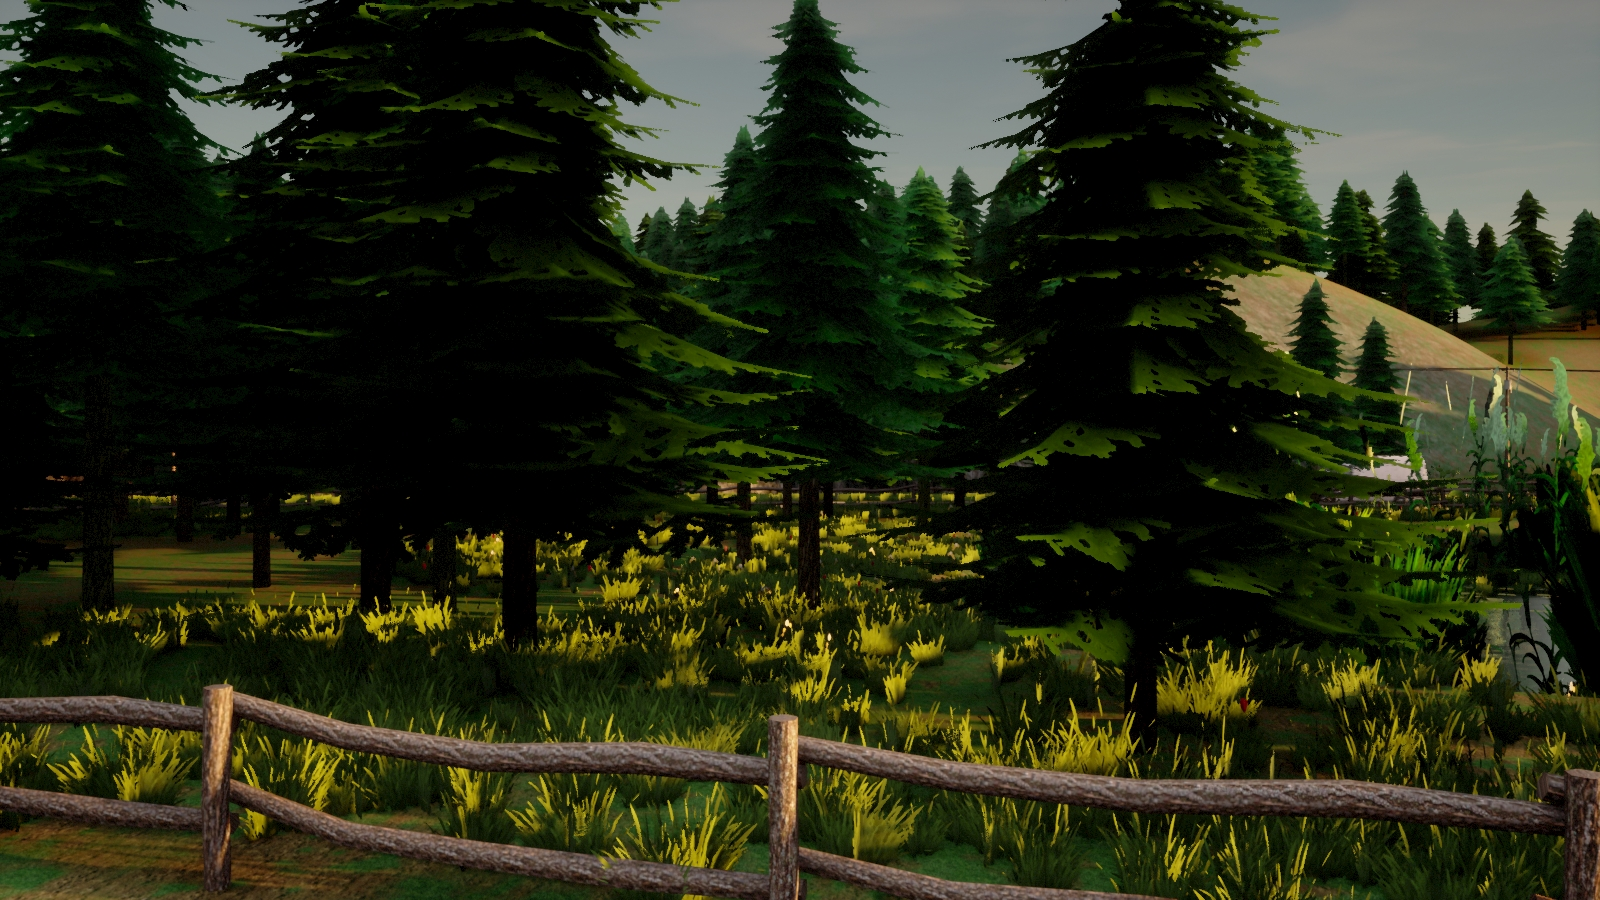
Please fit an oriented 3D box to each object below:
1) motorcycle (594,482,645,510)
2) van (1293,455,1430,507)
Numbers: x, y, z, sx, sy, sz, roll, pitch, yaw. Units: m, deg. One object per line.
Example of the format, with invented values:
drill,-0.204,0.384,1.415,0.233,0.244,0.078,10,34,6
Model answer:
motorcycle,-8.541,2.178,54.108,2.209,1.251,0.867,0,0,14
van,28.335,1.534,57.811,5.915,2.561,1.988,0,0,7
